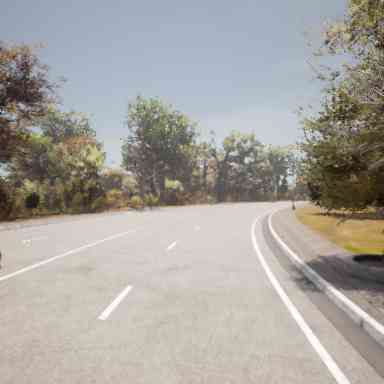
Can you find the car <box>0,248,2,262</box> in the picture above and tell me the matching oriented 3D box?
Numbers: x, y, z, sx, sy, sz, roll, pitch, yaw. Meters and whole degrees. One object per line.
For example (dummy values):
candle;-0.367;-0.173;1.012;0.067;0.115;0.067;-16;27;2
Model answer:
car;-6.678;1.555;8.062;1.994;1.385;4.181;0;0;5
